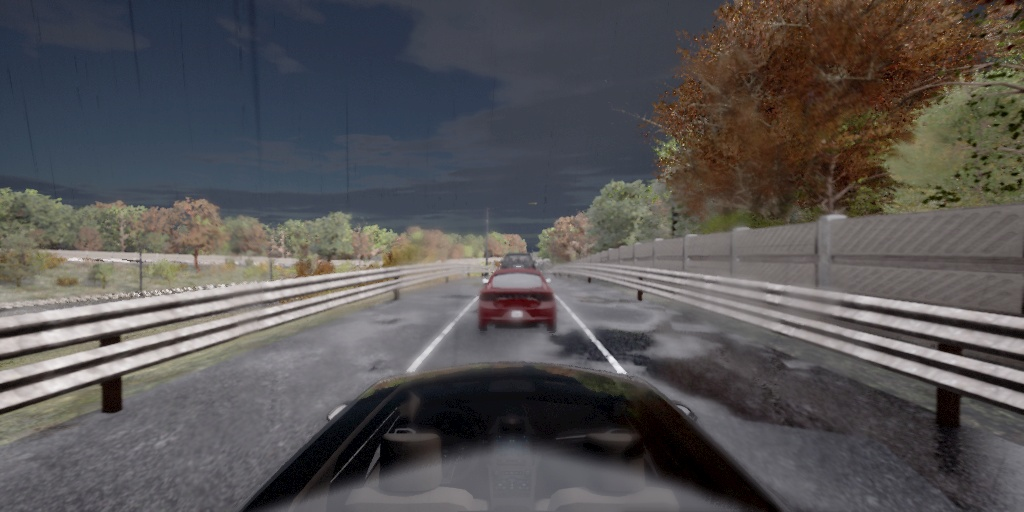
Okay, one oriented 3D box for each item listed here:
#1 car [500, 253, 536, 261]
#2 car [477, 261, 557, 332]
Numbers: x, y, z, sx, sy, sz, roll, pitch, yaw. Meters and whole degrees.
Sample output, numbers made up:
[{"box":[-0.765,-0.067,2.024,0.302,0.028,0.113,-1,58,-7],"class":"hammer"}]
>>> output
[{"box":[0.389,0.840,23.285,2.150,2.045,5.566,0,-1,1],"class":"car"},{"box":[0.153,1.079,10.267,1.882,1.535,5.008,0,1,1],"class":"car"}]
